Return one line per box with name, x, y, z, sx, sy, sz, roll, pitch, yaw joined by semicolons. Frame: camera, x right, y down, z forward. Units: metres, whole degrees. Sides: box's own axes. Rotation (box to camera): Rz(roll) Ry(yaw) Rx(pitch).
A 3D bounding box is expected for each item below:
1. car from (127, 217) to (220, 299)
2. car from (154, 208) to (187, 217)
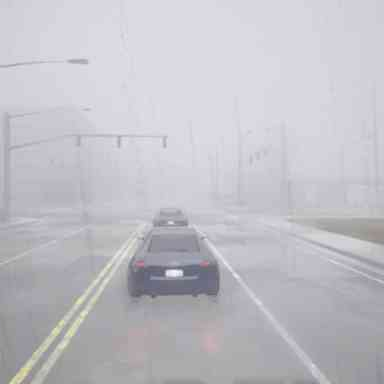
car;-0.488;1.573;8.573;1.994;1.385;4.181;0;0;-4
car;-1.244;1.584;19.270;1.994;1.385;4.181;0;0;-4
